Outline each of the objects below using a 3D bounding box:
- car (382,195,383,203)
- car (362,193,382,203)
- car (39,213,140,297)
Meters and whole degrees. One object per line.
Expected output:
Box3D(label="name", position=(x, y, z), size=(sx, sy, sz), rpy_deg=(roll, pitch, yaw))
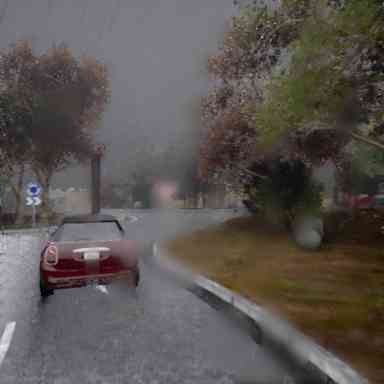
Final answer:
Box3D(label="car", position=(29.907, 1.269, 53.555), size=(4.892, 1.490, 1.837), rpy_deg=(-1, 0, -30))
Box3D(label="car", position=(22.625, 1.105, 44.966), size=(5.566, 2.045, 2.150), rpy_deg=(-1, 0, -31))
Box3D(label="car", position=(-2.781, 1.363, 9.007), size=(2.097, 1.767, 4.553), rpy_deg=(0, 0, -18))
